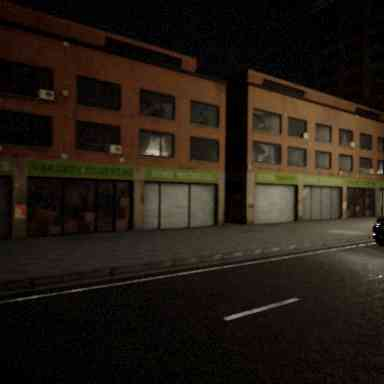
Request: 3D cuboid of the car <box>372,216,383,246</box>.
[{"bbox_3d":[10.487,1.399,15.128,5.566,2.045,2.150,1,0,-35],"label":"car"}]
